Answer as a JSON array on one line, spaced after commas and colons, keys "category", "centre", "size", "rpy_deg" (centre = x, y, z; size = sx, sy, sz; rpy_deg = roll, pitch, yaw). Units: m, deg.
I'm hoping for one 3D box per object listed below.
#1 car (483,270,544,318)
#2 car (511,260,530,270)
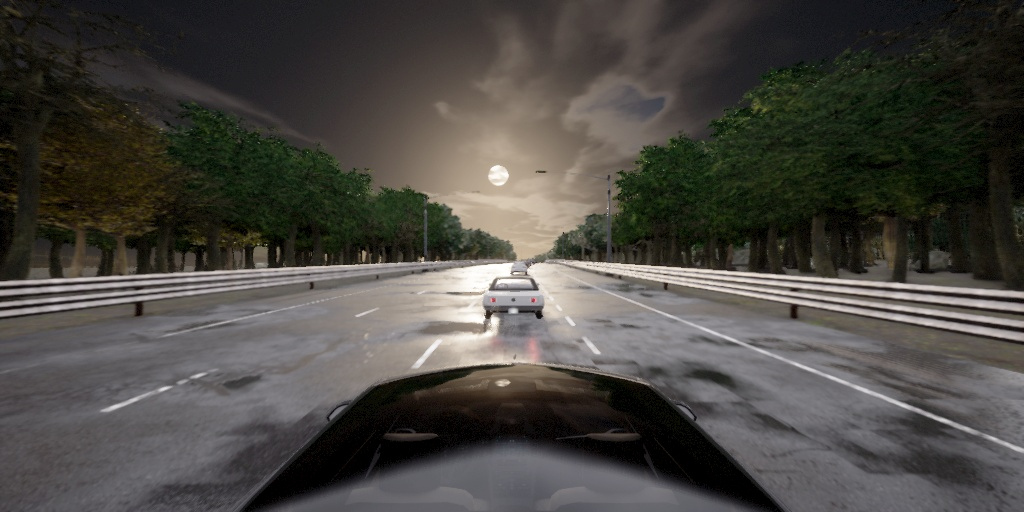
[{"category": "car", "centre": [0.075, 1.372, 13.028], "size": [1.895, 1.301, 4.718], "rpy_deg": [0, 0, 1]}, {"category": "car", "centre": [0.869, 1.422, 42.303], "size": [1.812, 1.442, 4.674], "rpy_deg": [0, 0, 2]}]
